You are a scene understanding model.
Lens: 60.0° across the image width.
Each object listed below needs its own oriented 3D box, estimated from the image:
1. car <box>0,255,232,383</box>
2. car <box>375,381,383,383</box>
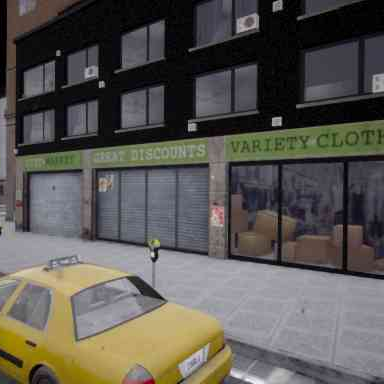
[{"bbox_3d":[-1.855,1.524,4.416,4.829,1.417,1.752,0,1,36],"label":"car"},{"bbox_3d":[2.829,1.551,1.071,4.403,1.369,2.008,0,1,36],"label":"car"}]
